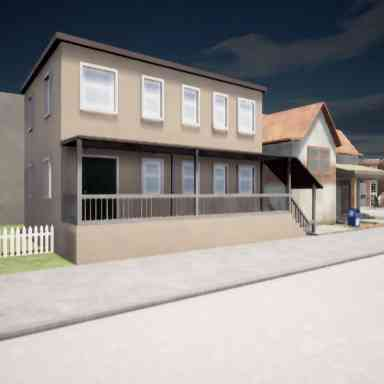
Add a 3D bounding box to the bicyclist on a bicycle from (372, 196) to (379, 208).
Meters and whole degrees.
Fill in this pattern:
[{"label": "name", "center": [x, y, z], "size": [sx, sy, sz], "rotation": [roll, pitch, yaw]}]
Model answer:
[{"label": "bicyclist on a bicycle", "center": [24.047, 1.324, 43.494], "size": [1.656, 1.620, 0.582], "rotation": [0, 0, -35]}]
